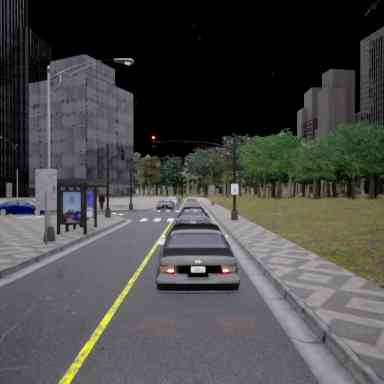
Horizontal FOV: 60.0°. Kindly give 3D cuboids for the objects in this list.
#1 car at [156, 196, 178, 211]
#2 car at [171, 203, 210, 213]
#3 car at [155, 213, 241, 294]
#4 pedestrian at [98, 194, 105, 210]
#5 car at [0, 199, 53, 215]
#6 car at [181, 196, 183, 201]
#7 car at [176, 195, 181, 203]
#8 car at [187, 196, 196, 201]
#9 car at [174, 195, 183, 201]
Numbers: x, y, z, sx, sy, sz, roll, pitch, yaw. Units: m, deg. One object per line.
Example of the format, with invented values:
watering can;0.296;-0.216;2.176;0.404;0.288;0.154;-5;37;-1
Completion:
car;-3.126;1.519;39.989;1.994;1.385;4.181;0;0;0
car;0.071;1.550;19.217;1.994;1.385;4.181;0;0;0
car;0.094;1.543;8.938;2.033;1.411;5.357;0;0;-1
pedestrian;-10.108;1.043;37.284;0.375;1.860;0.375;0;0;1
car;-15.658;1.419;31.180;5.008;1.535;1.882;0;1;0
car;-3.103;1.509;64.683;1.895;1.301;4.718;0;0;0
car;-3.128;1.458;51.981;1.812;1.442;4.674;0;0;0
car;-0.112;1.474;77.524;1.895;1.301;4.718;0;0;0
car;-3.116;1.363;78.012;1.994;1.385;4.181;0;0;0
